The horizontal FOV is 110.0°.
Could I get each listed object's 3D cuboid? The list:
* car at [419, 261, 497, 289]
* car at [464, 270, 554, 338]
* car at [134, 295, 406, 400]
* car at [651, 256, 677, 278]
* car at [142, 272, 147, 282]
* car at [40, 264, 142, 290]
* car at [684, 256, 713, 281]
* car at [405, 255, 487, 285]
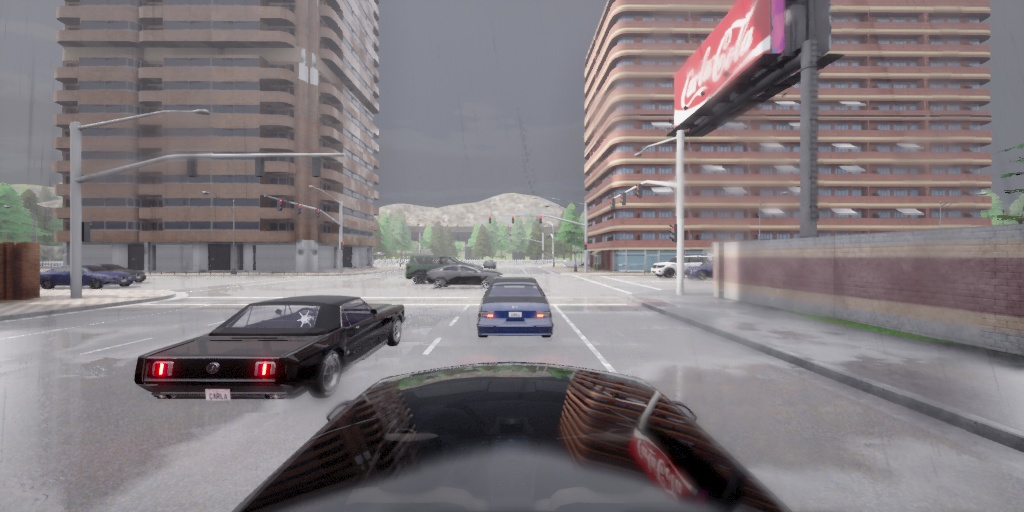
[{"bbox_3d":[-2.924,1.241,22.383,4.902,1.511,2.128,0,0,0],"label":"car"},{"bbox_3d":[0.065,1.297,10.176,2.033,1.411,5.357,0,0,0],"label":"car"},{"bbox_3d":[-3.450,1.351,6.453,1.895,1.301,4.718,0,0,0],"label":"car"},{"bbox_3d":[15.862,0.972,33.222,5.566,2.045,2.150,0,0,0],"label":"car"},{"bbox_3d":[-29.151,1.276,25.711,4.674,1.442,1.812,0,0,-1],"label":"car"},{"bbox_3d":[-26.427,1.276,22.232,4.674,1.442,1.812,0,0,-1],"label":"car"},{"bbox_3d":[16.701,1.102,29.727,4.553,1.767,2.097,0,0,0],"label":"car"},{"bbox_3d":[-4.843,0.972,25.869,5.566,2.045,2.150,0,0,0],"label":"car"}]
